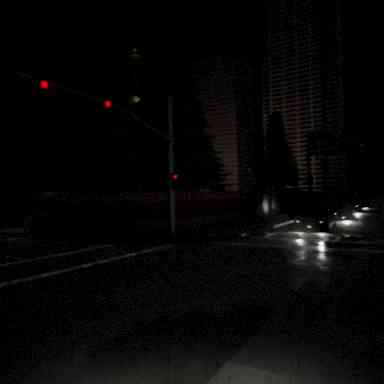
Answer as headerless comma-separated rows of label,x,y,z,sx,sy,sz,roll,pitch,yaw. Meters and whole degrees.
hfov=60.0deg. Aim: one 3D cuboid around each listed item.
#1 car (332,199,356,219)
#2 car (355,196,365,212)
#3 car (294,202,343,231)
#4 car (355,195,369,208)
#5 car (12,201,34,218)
car,13.300,1.545,30.040,1.882,1.535,5.008,-2,-1,31
car,18.715,1.556,38.937,1.837,1.490,4.892,-2,-1,32
car,8.182,1.630,21.621,2.033,1.411,5.357,-2,-1,31
car,25.016,1.578,49.222,2.033,1.411,5.357,-2,-1,32
car,-18.141,1.931,36.697,3.866,1.878,1.905,-2,-1,31
